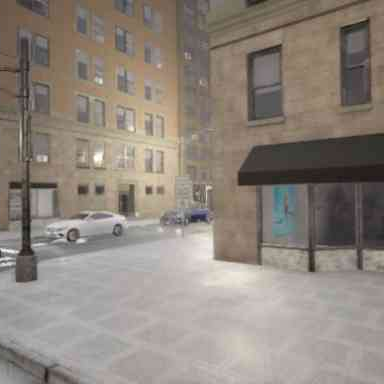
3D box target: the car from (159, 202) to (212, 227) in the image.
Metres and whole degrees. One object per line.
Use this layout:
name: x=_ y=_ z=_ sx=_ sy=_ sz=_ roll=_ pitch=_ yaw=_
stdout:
car: x=-0.406 y=1.584 z=25.111 sx=2.097 sy=1.767 sz=4.553 roll=-1 pitch=-1 yaw=36

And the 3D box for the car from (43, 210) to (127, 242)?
car: x=-5.567 y=1.742 z=17.943 sx=1.812 sy=1.442 sz=4.674 roll=-1 pitch=-1 yaw=36

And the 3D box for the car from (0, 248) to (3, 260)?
car: x=-7.359 y=1.617 z=9.216 sx=1.882 sy=1.535 sz=5.008 roll=-3 pitch=0 yaw=-2
